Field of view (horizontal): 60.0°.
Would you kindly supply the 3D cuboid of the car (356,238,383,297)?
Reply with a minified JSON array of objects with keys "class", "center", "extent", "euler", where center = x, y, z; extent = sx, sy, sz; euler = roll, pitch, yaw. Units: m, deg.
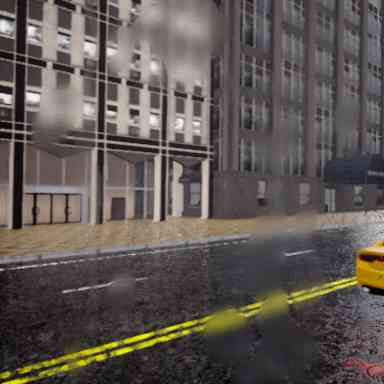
[{"class":"car","center":[5.718,1.496,7.499],"extent":[5.008,1.535,1.882],"euler":[0,0,-35]}]
